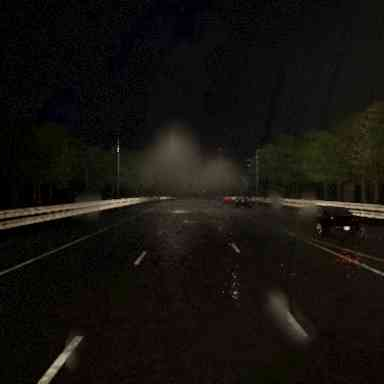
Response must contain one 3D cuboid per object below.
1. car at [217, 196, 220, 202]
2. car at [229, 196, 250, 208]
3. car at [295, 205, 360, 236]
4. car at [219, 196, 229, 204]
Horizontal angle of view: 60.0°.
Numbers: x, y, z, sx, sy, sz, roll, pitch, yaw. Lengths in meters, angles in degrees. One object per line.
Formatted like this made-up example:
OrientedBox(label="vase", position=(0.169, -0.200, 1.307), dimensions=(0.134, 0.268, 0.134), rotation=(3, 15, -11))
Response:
OrientedBox(label="car", position=(7.141, 1.760, 82.329), dimensions=(1.812, 1.442, 4.674), rotation=(0, -1, 0))
OrientedBox(label="car", position=(7.012, 1.365, 48.091), dimensions=(2.097, 1.767, 4.553), rotation=(0, 0, 0))
OrientedBox(label="car", position=(7.338, 1.513, 18.522), dimensions=(1.837, 1.490, 4.892), rotation=(0, 0, -4))
OrientedBox(label="car", position=(7.064, 1.657, 66.283), dimensions=(1.994, 1.385, 4.181), rotation=(0, 0, 0))
